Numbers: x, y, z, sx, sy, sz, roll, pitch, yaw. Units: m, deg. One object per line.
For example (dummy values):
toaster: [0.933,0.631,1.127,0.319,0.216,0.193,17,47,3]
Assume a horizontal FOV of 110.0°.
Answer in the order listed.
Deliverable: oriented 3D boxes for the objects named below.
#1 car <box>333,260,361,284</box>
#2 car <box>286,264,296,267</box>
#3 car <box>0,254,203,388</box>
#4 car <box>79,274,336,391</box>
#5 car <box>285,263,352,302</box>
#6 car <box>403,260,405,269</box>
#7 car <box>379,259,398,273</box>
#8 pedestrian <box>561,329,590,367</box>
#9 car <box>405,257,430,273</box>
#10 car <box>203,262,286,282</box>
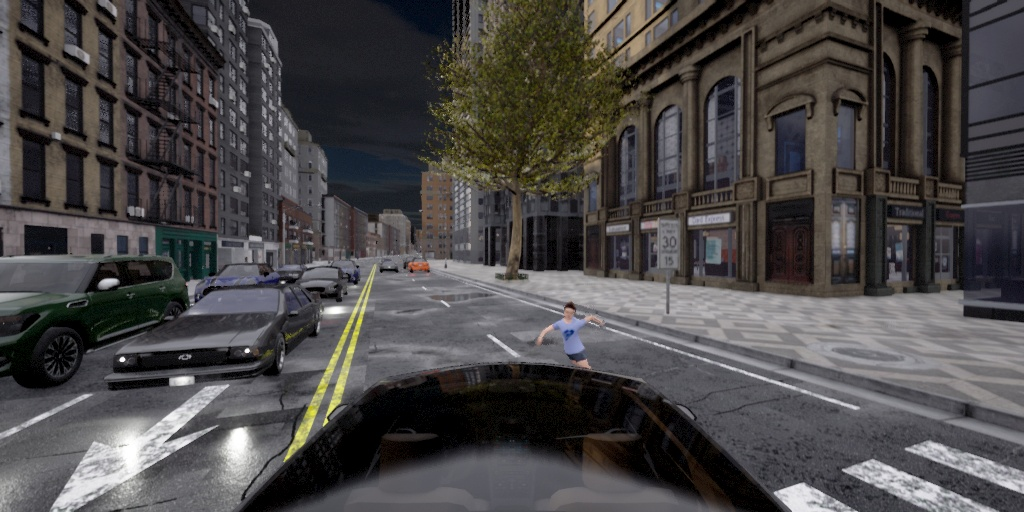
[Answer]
car: [-12.022,1.056,25.557,2.097,1.767,4.553,0,0,-20]
car: [-15.234,1.258,24.866,2.033,1.411,5.357,0,0,-21]
car: [-8.566,0.977,6.833,2.150,2.045,5.566,0,0,-20]
car: [-5.265,1.295,7.378,2.033,1.411,5.357,0,0,-18]
car: [-8.679,1.236,16.502,1.837,1.490,4.892,0,0,-20]
car: [-14.395,0.928,51.069,2.097,1.767,4.553,0,0,-20]
car: [-14.427,1.192,41.964,1.994,1.385,4.181,0,0,-20]
pedestrian: [0.808,1.447,3.947,0.500,1.100,0.500,-12,3,40]
car: [-10.861,0.980,41.612,2.097,1.767,4.553,0,0,-20]
car: [-11.938,1.089,15.939,2.097,1.767,4.553,0,0,-20]
